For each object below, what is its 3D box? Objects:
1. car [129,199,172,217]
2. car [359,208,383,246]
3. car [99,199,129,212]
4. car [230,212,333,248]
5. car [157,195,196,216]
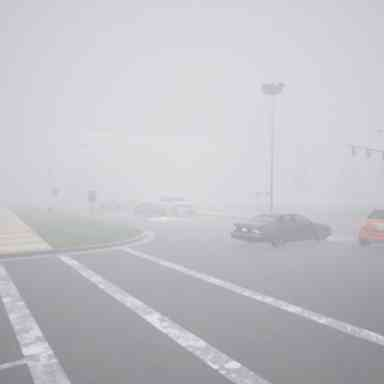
[{"bbox_3d":[-4.144,1.693,32.530,1.994,1.385,4.181,1,0,-35],"label":"car"},{"bbox_3d":[9.444,1.488,14.785,4.553,1.767,2.097,1,0,-35],"label":"car"},{"bbox_3d":[-9.929,1.629,40.781,1.837,1.490,4.892,1,1,-35],"label":"car"},{"bbox_3d":[4.229,1.651,15.363,5.357,1.411,2.033,1,0,-36],"label":"car"},{"bbox_3d":[-1.842,1.380,35.337,2.150,2.045,5.566,1,0,-36],"label":"car"}]
